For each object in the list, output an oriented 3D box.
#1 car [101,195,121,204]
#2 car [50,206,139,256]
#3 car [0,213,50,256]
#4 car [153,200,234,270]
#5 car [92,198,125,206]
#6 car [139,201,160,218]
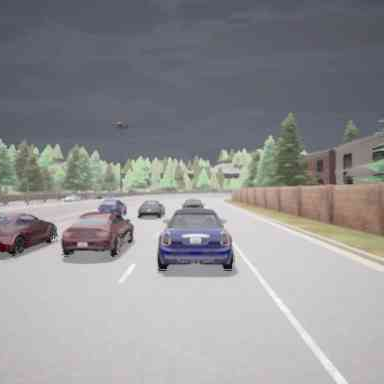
[{"bbox_3d":[-14.047,1.263,58.038,2.033,1.411,5.357,0,0,1],"label":"car"},{"bbox_3d":[-3.417,1.463,12.659,1.812,1.442,4.674,0,0,0],"label":"car"},{"bbox_3d":[-6.903,1.500,12.915,1.994,1.385,4.181,0,0,0],"label":"car"},{"bbox_3d":[0.097,1.298,10.943,2.097,1.767,4.553,0,0,0],"label":"car"},{"bbox_3d":[-6.916,1.383,29.023,1.812,1.442,4.674,0,0,0],"label":"car"},{"bbox_3d":[-3.403,1.424,28.542,1.994,1.385,4.181,0,0,0],"label":"car"}]
